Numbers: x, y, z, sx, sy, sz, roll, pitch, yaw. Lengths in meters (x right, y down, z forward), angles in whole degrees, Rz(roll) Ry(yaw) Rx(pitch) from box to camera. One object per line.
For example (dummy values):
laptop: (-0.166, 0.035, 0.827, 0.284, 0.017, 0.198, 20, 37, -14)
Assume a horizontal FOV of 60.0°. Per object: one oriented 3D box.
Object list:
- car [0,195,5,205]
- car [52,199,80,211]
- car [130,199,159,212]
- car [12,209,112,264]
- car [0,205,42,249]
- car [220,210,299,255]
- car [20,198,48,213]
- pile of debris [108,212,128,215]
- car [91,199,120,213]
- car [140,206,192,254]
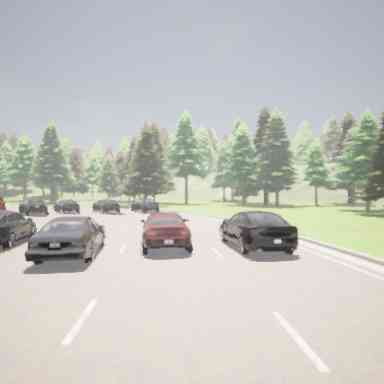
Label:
car: (-21.336, 1.345, 34.849, 2.150, 2.045, 5.566, 1, -1, -45)
car: (-13.873, 1.583, 36.610, 1.837, 1.490, 4.892, 1, -1, -38)
car: (-5.336, 1.518, 37.074, 2.128, 1.511, 4.902, 0, 0, -32)
car: (-4.293, 1.572, 12.005, 2.033, 1.411, 5.357, 0, 0, -8)
car: (-8.331, 1.553, 14.515, 1.837, 1.490, 4.892, 0, 0, -10)
car: (2.461, 1.461, 13.278, 1.882, 1.535, 5.008, 0, 0, -8)
car: (-16.349, 1.445, 34.097, 2.097, 1.767, 4.553, -1, 0, -37)
pile of debris: (-7.552, 2.216, 33.973, 1.500, 0.140, 1.860, 0, 0, -31)
car: (-9.617, 1.556, 36.869, 1.837, 1.490, 4.892, 1, -1, -36)
car: (-1.101, 1.530, 13.549, 1.812, 1.442, 4.674, 0, 0, -8)
